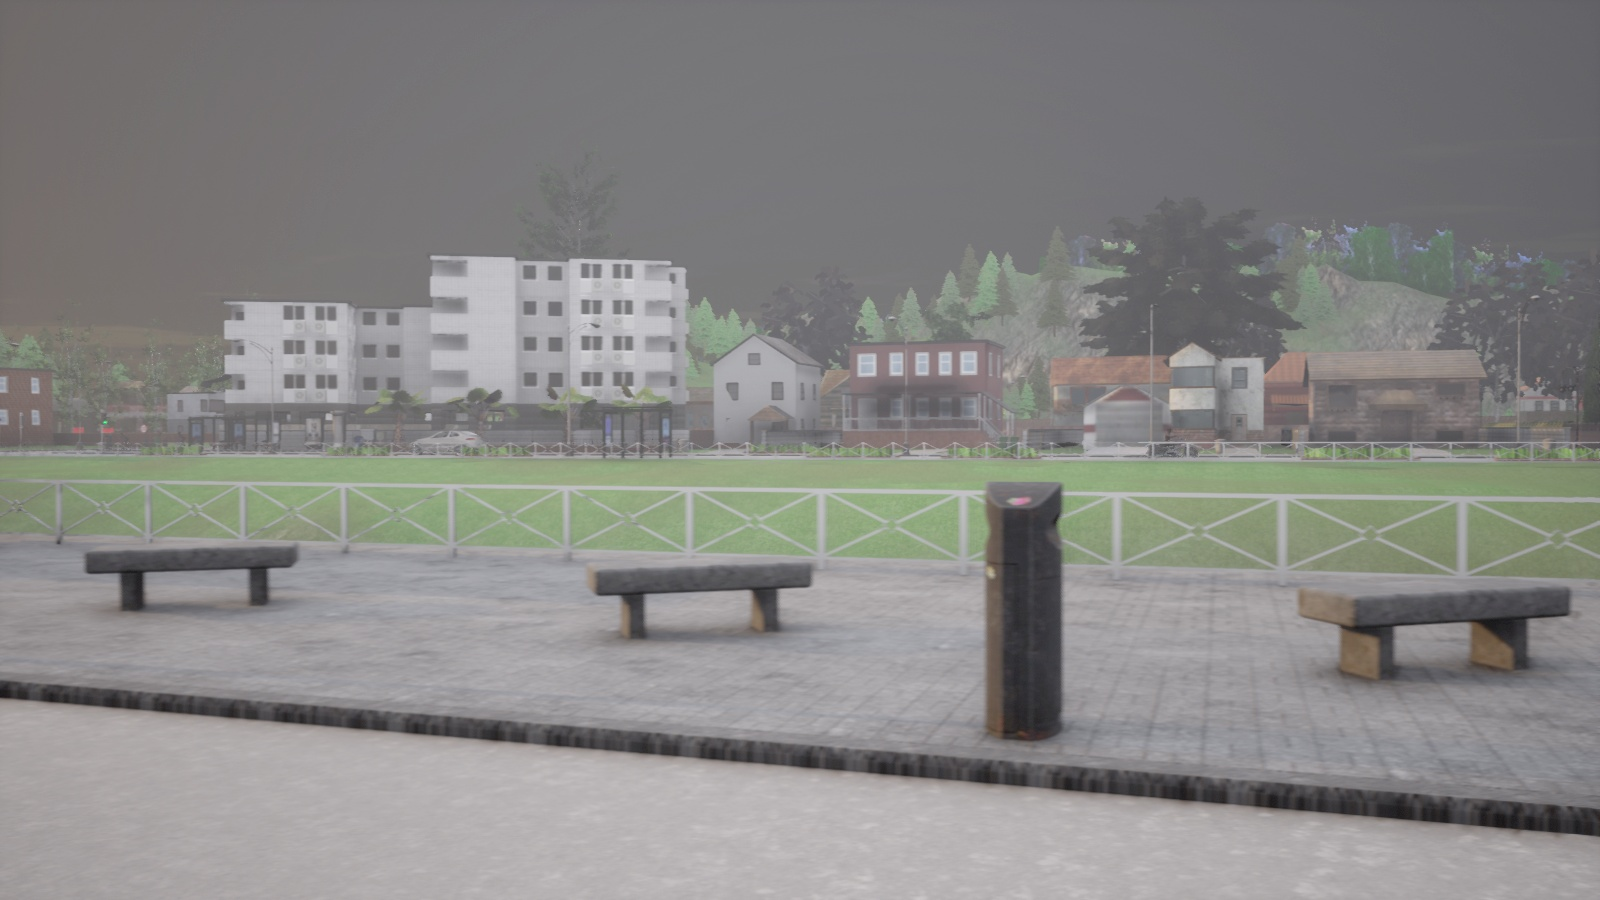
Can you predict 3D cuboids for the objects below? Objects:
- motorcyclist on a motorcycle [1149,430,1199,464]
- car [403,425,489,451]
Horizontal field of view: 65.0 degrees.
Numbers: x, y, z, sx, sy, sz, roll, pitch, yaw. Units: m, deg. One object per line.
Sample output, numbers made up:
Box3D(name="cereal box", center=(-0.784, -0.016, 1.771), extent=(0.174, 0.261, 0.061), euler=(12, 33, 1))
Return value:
Box3D(name="motorcyclist on a motorcycle", center=(18.625, -0.154, 62.542), extent=(2.350, 1.649, 0.766), euler=(1, 1, 19))
Box3D(name="car", center=(-22.732, -0.772, 80.684), extent=(5.027, 1.651, 2.152), euler=(1, 1, 19))
